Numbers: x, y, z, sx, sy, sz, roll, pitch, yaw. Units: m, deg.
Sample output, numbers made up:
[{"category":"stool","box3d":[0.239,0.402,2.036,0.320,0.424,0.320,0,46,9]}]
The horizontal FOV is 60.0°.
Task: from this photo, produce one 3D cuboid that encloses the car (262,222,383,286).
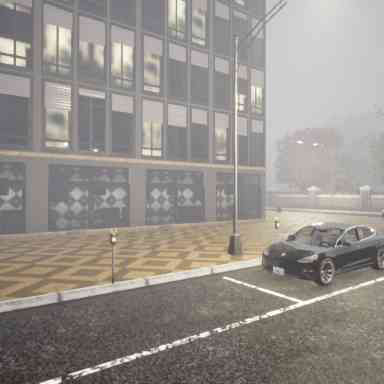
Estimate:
[{"category":"car","box3d":[3.896,1.562,9.423,4.313,1.339,1.947,0,0,-35]}]
